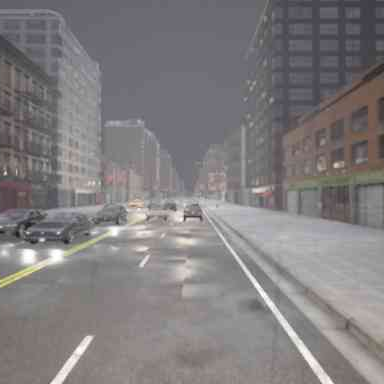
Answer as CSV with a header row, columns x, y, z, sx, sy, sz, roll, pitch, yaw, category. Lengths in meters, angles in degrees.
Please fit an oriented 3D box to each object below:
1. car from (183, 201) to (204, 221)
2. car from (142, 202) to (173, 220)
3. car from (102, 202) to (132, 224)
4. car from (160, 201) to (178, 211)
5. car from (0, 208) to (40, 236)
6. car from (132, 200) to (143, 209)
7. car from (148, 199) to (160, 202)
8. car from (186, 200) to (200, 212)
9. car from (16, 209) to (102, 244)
x,y,z,sx,sy,sz,roll,pitch,yaw,category
0.095,1.873,31.022,2.033,1.411,5.357,0,-1,1,car
-3.152,1.930,31.316,1.895,1.301,4.718,0,-1,0,car
-6.501,1.791,27.258,1.837,1.490,4.892,0,-1,0,car
-3.156,2.010,48.126,1.837,1.490,4.892,0,0,0,car
-9.751,1.692,18.918,2.128,1.511,4.902,0,-1,0,car
-9.753,2.117,58.275,1.882,1.535,5.008,0,-1,0,car
-6.503,2.005,58.307,2.097,1.767,4.553,0,-1,0,car
0.092,1.984,48.372,1.882,1.535,5.008,0,0,0,car
-6.501,1.728,17.085,2.033,1.411,5.357,0,-1,0,car
